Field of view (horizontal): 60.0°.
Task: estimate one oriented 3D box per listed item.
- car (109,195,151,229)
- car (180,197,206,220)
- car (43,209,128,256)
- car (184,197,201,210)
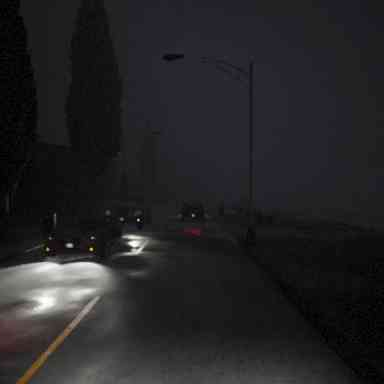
[{"bbox_3d":[-4.014,1.199,21.930,2.150,2.045,5.566,0,0,0],"label":"car"},{"bbox_3d":[0.095,1.479,27.378,1.837,1.490,4.892,0,1,0],"label":"car"},{"bbox_3d":[-3.996,1.551,12.832,1.994,1.385,4.181,0,0,0],"label":"car"},{"bbox_3d":[0.105,1.447,43.735,2.128,1.511,4.902,0,0,0],"label":"car"}]
